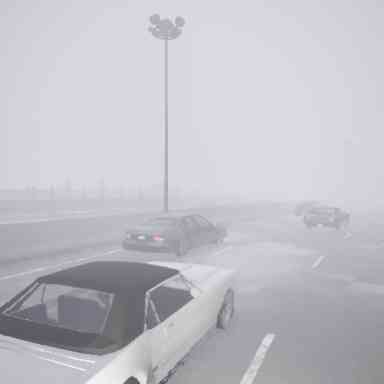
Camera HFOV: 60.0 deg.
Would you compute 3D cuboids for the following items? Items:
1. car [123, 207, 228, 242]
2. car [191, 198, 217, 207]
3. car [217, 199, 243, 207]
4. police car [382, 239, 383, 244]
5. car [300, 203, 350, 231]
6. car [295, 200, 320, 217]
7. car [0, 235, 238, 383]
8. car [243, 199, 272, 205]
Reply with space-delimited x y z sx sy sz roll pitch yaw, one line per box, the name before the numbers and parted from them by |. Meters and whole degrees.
car | -0.412 1.547 13.087 2.033 1.411 5.357 0 0 29
car | 1.729 1.527 42.173 1.812 1.442 4.674 0 0 35
car | 5.260 1.565 41.130 1.994 1.385 4.181 0 0 35
police car | 5.143 1.425 6.827 1.930 1.638 5.238 0 0 27
car | 8.543 1.601 20.783 1.895 1.301 4.718 0 0 34
car | 10.915 1.504 30.450 1.837 1.490 4.892 0 0 34
car | -0.845 1.601 4.415 1.895 1.301 4.718 0 0 24
car | 8.149 1.565 39.155 1.994 1.385 4.181 0 0 35
